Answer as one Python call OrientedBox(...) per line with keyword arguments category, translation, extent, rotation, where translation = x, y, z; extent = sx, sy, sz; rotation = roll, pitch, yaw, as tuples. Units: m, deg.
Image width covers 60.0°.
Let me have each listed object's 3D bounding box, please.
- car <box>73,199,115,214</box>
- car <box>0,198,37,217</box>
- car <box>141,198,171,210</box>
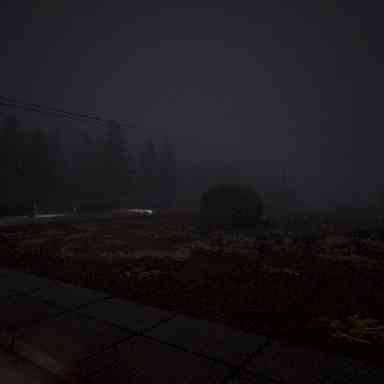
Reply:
OrientedBox(category="car", translation=(-10.618, 1.518, 36.292), extent=(2.128, 1.511, 4.902), rotation=(0, 0, 37))
OrientedBox(category="car", translation=(-16.065, 1.379, 28.947), extent=(2.097, 1.767, 4.553), rotation=(0, 0, 37))
OrientedBox(category="car", translation=(-4.660, 1.552, 44.314), extent=(1.812, 1.442, 4.674), rotation=(0, 0, 37))
